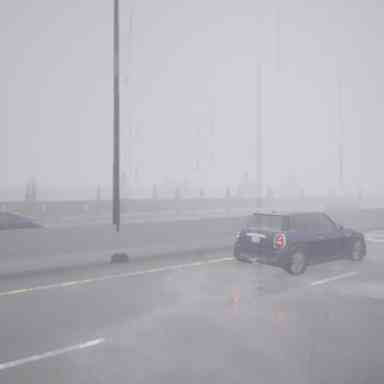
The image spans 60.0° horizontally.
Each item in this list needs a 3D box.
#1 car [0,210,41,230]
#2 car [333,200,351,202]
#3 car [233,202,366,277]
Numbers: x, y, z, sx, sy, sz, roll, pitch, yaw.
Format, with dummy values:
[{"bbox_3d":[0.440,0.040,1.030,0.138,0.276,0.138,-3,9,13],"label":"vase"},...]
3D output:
[{"bbox_3d":[-9.184,1.527,14.620,4.674,1.442,1.812,0,0,-36],"label":"car"},{"bbox_3d":[16.502,1.567,36.930,4.181,1.385,1.994,0,0,-33],"label":"car"},{"bbox_3d":[3.522,1.353,10.554,4.553,1.767,2.097,0,0,-35],"label":"car"}]
